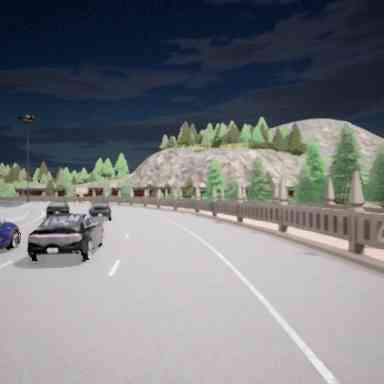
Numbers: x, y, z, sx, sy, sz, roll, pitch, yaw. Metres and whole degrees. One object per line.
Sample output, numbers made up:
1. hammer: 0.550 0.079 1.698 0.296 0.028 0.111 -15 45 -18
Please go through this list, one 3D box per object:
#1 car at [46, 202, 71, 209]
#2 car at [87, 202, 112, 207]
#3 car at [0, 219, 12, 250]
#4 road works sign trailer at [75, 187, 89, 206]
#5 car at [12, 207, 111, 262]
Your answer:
1. car: -12.238 1.616 30.555 1.882 1.535 5.008 0 0 -18
2. car: -8.047 1.610 28.960 1.837 1.490 4.892 0 0 -17
3. car: -7.894 1.407 11.748 2.097 1.767 4.553 0 0 -6
4. road works sign trailer: -21.004 0.770 63.279 2.380 3.560 2.880 0 0 -24
5. car: -4.429 1.532 12.300 2.128 1.511 4.902 0 0 -7
